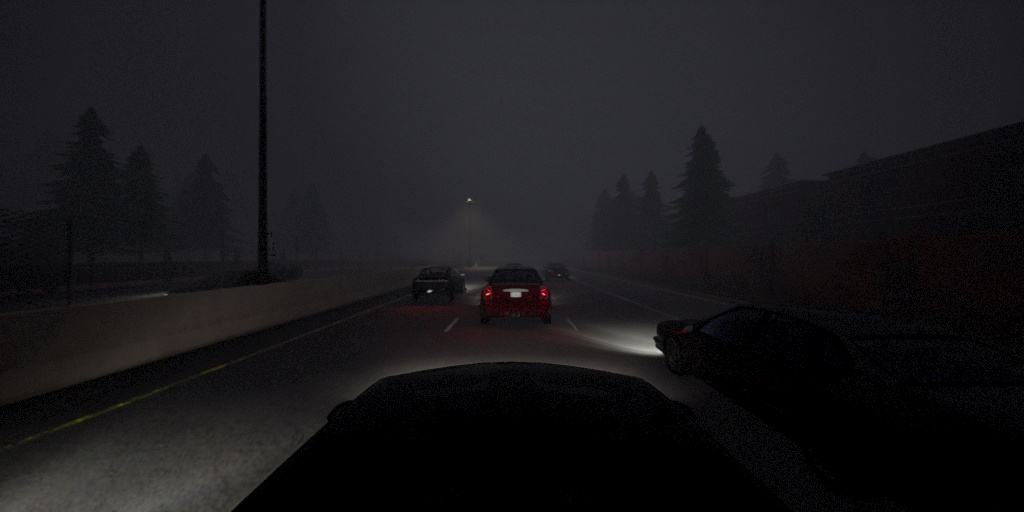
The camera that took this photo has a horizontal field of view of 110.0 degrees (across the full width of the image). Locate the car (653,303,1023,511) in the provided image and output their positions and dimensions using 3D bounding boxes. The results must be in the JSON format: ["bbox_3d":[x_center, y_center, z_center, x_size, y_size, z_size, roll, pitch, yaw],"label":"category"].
[{"bbox_3d":[3.600,1.299,4.387,2.033,1.411,5.357,0,0,0],"label":"car"}]

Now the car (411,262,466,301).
[{"bbox_3d":[-3.382,1.243,17.162,2.128,1.511,4.902,0,0,0],"label":"car"}]

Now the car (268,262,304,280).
[{"bbox_3d":[-17.565,1.240,26.639,2.128,1.511,4.902,0,0,0],"label":"car"}]

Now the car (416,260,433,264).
[{"bbox_3d":[-13.938,1.304,58.880,2.033,1.411,5.357,0,0,-6],"label":"car"}]

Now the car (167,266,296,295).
[{"bbox_3d":[-10.584,1.274,13.706,1.812,1.442,4.674,0,0,0],"label":"car"}]

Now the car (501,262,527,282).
[{"bbox_3d":[0.139,1.303,30.676,2.033,1.411,5.357,0,0,0],"label":"car"}]

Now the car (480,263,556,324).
[{"bbox_3d":[0.111,1.104,12.192,2.097,1.767,4.553,0,0,0],"label":"car"}]

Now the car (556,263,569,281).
[{"bbox_3d":[3.622,1.282,29.901,1.812,1.442,4.674,0,0,0],"label":"car"}]

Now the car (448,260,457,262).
[{"bbox_3d":[-10.517,1.358,62.327,1.895,1.301,4.718,0,0,0],"label":"car"}]
